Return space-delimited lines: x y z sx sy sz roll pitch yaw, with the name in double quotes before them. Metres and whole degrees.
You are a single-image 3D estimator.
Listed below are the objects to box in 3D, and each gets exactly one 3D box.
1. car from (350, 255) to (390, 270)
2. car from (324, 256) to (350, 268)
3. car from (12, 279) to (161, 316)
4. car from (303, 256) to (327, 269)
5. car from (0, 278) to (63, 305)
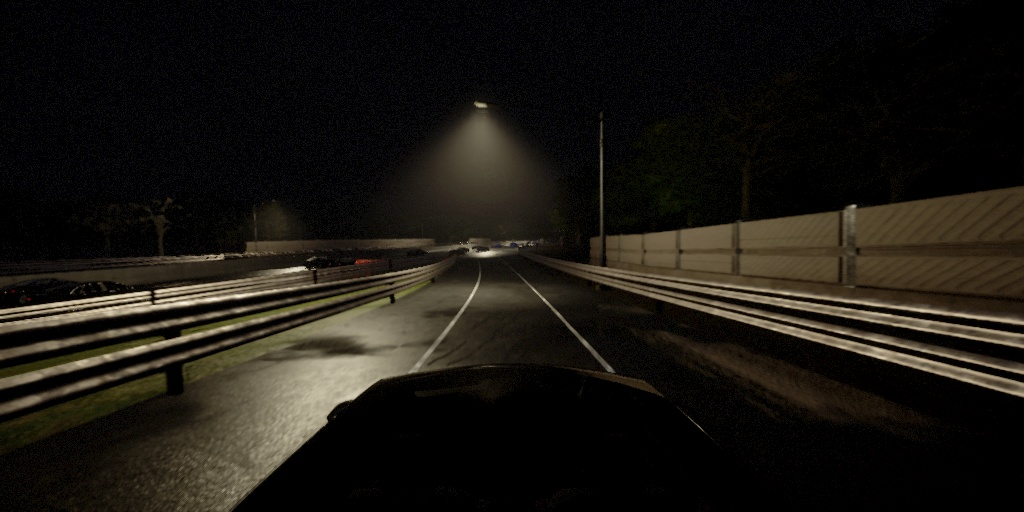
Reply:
"car" -16.290 0.649 42.189 2.097 1.767 4.553 0 3 13
"car" -19.680 0.877 43.069 1.895 1.301 4.718 0 3 13
"car" -21.754 2.057 18.930 1.837 1.490 4.892 0 3 13
"car" -23.094 0.754 43.838 2.128 1.511 4.902 0 3 13
"car" -28.226 2.018 21.991 1.994 1.385 4.181 0 3 13
